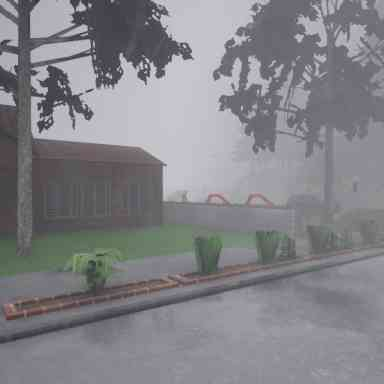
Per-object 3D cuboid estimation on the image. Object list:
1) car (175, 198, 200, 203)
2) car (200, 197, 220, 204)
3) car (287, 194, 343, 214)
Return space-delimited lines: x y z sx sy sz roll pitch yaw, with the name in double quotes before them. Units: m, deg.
"car" -1.223 1.601 52.498 1.895 1.301 4.718 0 0 -35
"car" 2.349 1.547 54.453 2.033 1.411 5.357 0 0 -36
"car" 12.218 1.221 33.608 2.150 2.045 5.566 0 0 -36
